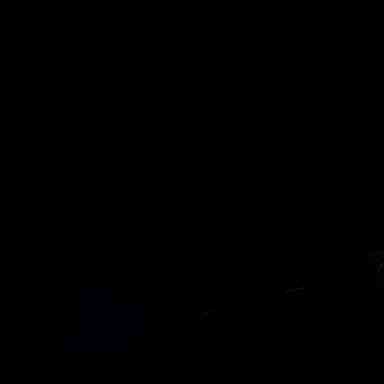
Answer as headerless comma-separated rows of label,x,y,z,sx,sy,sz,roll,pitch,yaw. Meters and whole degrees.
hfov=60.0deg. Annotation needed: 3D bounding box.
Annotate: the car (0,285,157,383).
car,-2.647,1.484,2.101,5.008,1.535,1.882,0,0,-35
